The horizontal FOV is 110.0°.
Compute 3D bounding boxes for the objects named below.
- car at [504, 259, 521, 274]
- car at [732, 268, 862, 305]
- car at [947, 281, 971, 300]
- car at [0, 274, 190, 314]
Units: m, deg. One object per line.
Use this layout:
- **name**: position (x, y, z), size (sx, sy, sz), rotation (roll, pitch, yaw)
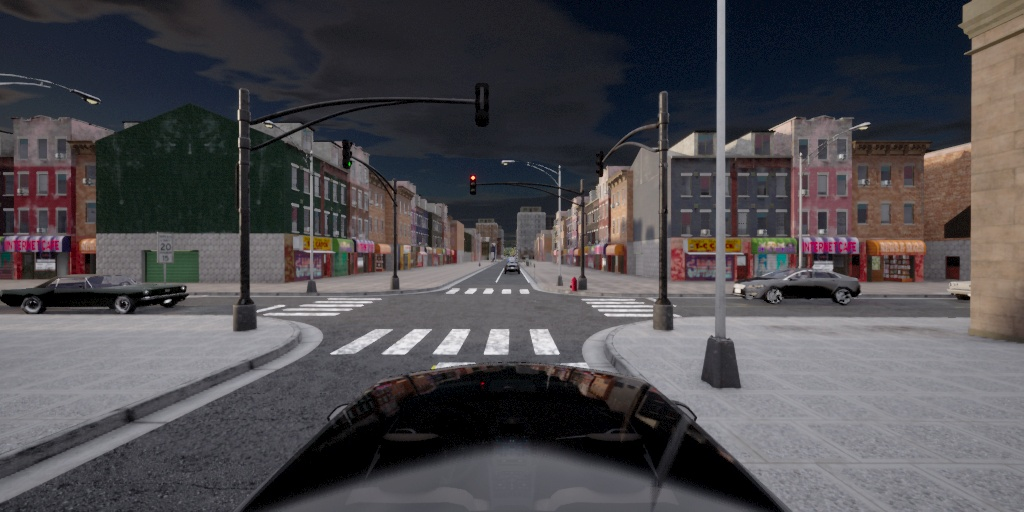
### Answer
- **car**: position (0.022, 1.313, 40.639), size (1.948, 1.339, 4.313), rotation (0, 0, 0)
- **car**: position (12.410, 1.278, 15.818), size (4.902, 1.511, 2.128), rotation (0, 0, 0)
- **car**: position (22.496, 1.419, 15.824), size (4.718, 1.301, 1.895), rotation (0, 0, 0)
- **car**: position (-14.635, 1.312, 12.851), size (4.718, 1.301, 1.895), rotation (0, 0, -3)
